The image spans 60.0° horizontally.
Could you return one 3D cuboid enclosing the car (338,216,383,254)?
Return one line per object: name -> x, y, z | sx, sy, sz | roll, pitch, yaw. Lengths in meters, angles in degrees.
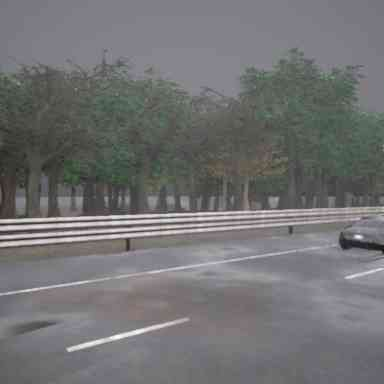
car -> 7.993, 1.702, 13.855 | 4.181, 1.385, 1.994 | 1, 0, -35
